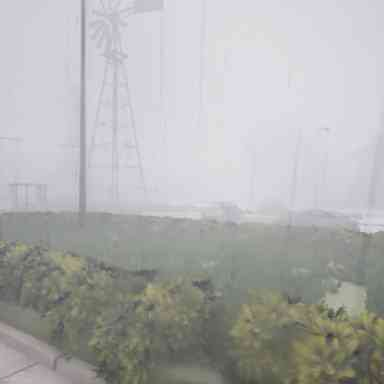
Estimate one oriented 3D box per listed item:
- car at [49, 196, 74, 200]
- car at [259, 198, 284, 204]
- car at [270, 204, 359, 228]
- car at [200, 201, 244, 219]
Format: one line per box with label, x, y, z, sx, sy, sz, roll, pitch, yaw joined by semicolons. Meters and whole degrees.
car;-17.672;1.199;46.455;2.033;1.411;5.357;1;0;37
car;8.750;1.388;36.318;1.816;1.474;4.193;1;0;35
car;6.047;1.525;16.596;4.181;1.385;1.994;1;0;35
car;2.323;1.414;25.109;1.784;1.438;3.905;1;0;35
